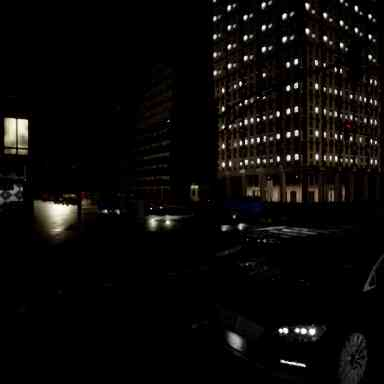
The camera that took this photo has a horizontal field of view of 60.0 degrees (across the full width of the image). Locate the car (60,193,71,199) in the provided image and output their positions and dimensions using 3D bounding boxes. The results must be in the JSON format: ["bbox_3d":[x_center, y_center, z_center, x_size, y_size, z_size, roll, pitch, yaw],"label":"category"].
[{"bbox_3d":[-32.703,1.068,85.860,1.752,1.417,4.829,0,0,-34],"label":"car"}]

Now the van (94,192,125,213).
[{"bbox_3d":[-8.573,1.219,35.113,1.690,1.788,3.998,0,0,-34],"label":"van"}]

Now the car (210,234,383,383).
[{"bbox_3d":[2.510,1.491,5.344,4.902,1.511,2.128,0,0,-35],"label":"car"}]

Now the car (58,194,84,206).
[{"bbox_3d":[-17.868,1.365,48.889,1.947,1.339,4.313,0,0,-34],"label":"car"}]

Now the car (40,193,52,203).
[{"bbox_3d":[-27.162,1.300,62.665,1.802,1.307,4.206,0,0,-34],"label":"car"}]

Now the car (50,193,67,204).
[{"bbox_3d":[-20.966,1.323,53.480,2.008,1.369,4.403,0,0,-34],"label":"car"}]

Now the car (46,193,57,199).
[{"bbox_3d":[-36.621,1.068,86.850,1.812,1.442,4.674,-1,1,-34],"label":"car"}]

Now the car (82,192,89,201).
[{"bbox_3d":[-20.216,1.218,67.353,1.947,1.339,4.313,0,0,-34],"label":"car"}]

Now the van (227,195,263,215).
[{"bbox_3d":[4.661,1.204,30.683,1.690,1.788,3.998,0,0,-34],"label":"van"}]

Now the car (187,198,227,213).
[{"bbox_3d":[1.489,1.382,35.225,1.887,1.381,4.507,0,0,-34],"label":"car"}]

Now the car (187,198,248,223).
[{"bbox_3d":[1.521,1.416,24.775,2.128,1.511,4.902,-1,1,-34],"label":"car"}]

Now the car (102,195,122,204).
[{"bbox_3d":[-14.019,1.251,58.168,1.887,1.381,4.507,0,0,-34],"label":"car"}]

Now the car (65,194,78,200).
[{"bbox_3d":[-29.510,1.122,81.128,2.008,1.369,4.403,0,0,-34],"label":"car"}]

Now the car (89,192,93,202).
[{"bbox_3d":[-17.118,0.994,62.759,2.192,1.841,5.009,0,0,-34],"label":"car"}]

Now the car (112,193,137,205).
[{"bbox_3d":[-10.921,1.047,53.575,2.192,1.841,5.009,0,0,-34],"label":"car"}]

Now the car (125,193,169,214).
[{"bbox_3d":[-4.417,1.096,33.578,2.150,2.045,5.566,-1,1,-33],"label":"car"}]
